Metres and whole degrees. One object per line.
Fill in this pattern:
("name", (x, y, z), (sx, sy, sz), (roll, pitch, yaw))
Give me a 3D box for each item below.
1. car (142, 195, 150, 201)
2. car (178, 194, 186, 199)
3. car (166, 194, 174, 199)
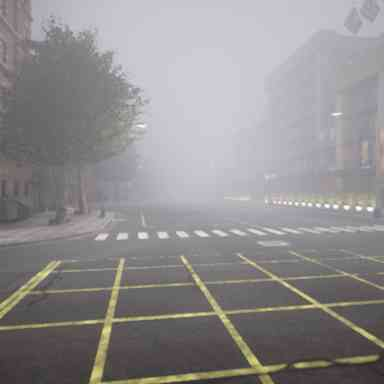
("car", (-11.548, 1.498, 83.371), (2.128, 1.511, 4.902), (-1, 0, -9))
("car", (-2.797, 1.228, 94.761), (2.128, 1.511, 4.902), (-1, 0, -9))
("car", (-6.250, 1.216, 94.184), (1.882, 1.535, 5.008), (-1, 0, -9))
